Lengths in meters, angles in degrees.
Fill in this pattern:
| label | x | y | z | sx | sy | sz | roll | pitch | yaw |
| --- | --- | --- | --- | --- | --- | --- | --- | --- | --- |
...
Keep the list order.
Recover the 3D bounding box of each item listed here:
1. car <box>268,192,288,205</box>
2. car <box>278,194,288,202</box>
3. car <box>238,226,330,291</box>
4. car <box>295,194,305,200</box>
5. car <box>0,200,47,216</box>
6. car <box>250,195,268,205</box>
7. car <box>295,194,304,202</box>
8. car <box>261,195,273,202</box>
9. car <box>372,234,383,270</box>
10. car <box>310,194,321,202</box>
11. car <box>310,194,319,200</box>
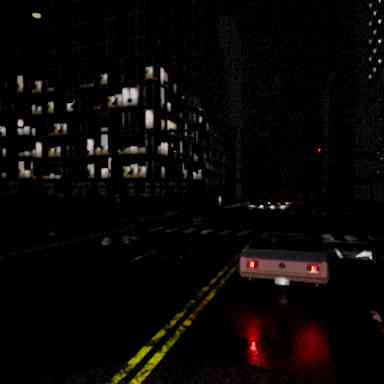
| label | x | y | z | sx | sy | sz | roll | pitch | yaw |
| --- | --- | --- | --- | --- | --- | --- | --- | --- | --- |
| car | 14.158 | 1.085 | 54.833 | 2.150 | 2.045 | 5.566 | 0 | 0 | 19 |
| car | 19.126 | 1.293 | 69.713 | 1.882 | 1.535 | 5.008 | 0 | 0 | 18 |
| car | 2.612 | 1.580 | 9.063 | 1.895 | 1.301 | 4.718 | 0 | 0 | 19 |
| car | 25.767 | 1.140 | 79.512 | 2.128 | 1.511 | 4.902 | 0 | 0 | 18 |
| car | -14.767 | 1.367 | 28.962 | 4.313 | 1.339 | 1.947 | 1 | 1 | 19 |
| car | 10.953 | 1.335 | 55.496 | 1.882 | 1.535 | 5.008 | 0 | 0 | 18 |
| car | 22.655 | 1.401 | 70.041 | 1.895 | 1.301 | 4.718 | 0 | 0 | 18 |
| car | 15.853 | 1.353 | 70.164 | 2.033 | 1.411 | 5.357 | 0 | 0 | 18 |
| car | 5.652 | 1.488 | 7.895 | 1.837 | 1.490 | 4.892 | 0 | 0 | 18 |
| car | 25.603 | 1.350 | 68.600 | 2.033 | 1.411 | 5.357 | 0 | 0 | 18 |
| car | 28.864 | 1.213 | 78.525 | 1.895 | 1.301 | 4.718 | 0 | 0 | 18 |
